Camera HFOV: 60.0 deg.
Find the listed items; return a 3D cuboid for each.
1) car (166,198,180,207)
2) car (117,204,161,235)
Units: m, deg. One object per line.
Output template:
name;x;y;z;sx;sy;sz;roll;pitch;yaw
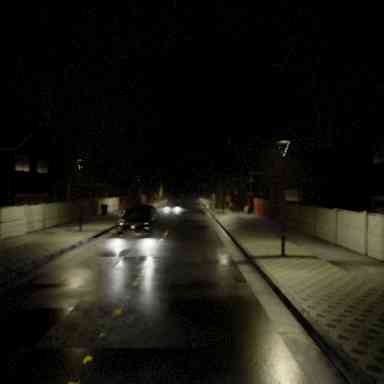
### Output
car;-2.771;1.493;49.543;1.895;1.301;4.718;0;0;0
car;-2.817;1.458;18.390;1.837;1.490;4.892;0;0;0
